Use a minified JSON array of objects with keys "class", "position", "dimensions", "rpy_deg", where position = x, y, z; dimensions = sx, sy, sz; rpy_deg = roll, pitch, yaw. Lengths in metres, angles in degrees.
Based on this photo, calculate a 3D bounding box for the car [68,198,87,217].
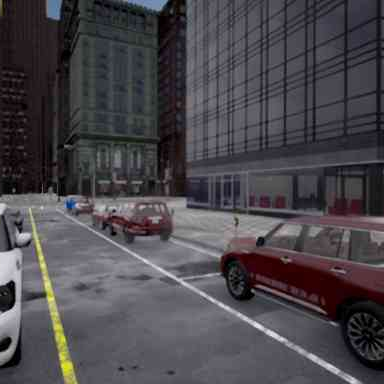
[{"class":"car","position":[-10.175,1.536,31.126],"dimensions":[1.802,1.307,4.206],"rpy_deg":[0,0,-27]}]

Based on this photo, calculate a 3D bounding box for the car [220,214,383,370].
[{"class":"car","position":[2.463,1.309,5.866],"dimensions":[2.192,1.841,5.009],"rpy_deg":[0,0,-27]}]

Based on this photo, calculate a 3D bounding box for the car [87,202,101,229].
[{"class":"car","position":[-5.120,1.414,21.022],"dimensions":[1.967,1.590,4.097],"rpy_deg":[0,0,-27]}]

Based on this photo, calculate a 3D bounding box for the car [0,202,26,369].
[{"class":"car","position":[-4.003,1.217,5.491],"dimensions":[2.150,2.045,5.566],"rpy_deg":[0,0,-27]}]

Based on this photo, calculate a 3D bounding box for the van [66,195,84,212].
[{"class":"van","position":[-12.704,1.283,36.177],"dimensions":[1.690,1.788,3.998],"rpy_deg":[0,0,-27]}]

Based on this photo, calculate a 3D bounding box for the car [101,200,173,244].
[{"class":"car","position":[-2.593,1.297,15.969],"dimensions":[2.192,1.841,5.009],"rpy_deg":[0,0,-27]}]
